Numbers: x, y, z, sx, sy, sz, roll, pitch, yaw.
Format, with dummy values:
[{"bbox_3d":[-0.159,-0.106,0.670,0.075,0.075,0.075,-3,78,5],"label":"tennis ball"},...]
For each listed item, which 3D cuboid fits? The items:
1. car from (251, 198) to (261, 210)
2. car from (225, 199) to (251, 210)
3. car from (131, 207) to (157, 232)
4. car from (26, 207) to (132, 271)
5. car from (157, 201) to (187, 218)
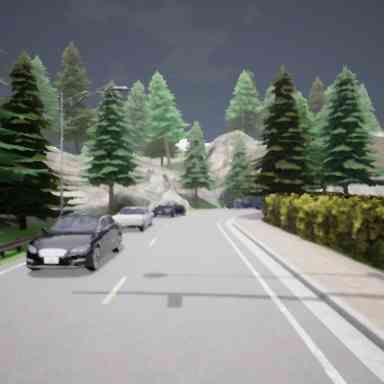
[{"bbox_3d":[9.950,1.298,41.235,4.553,1.767,2.097,0,0,-37],"label":"car"},{"bbox_3d":[6.225,1.506,42.709,4.181,1.385,1.994,0,0,-41],"label":"car"},{"bbox_3d":[-3.540,1.570,20.207,1.895,1.301,4.718,0,0,2],"label":"car"},{"bbox_3d":[-3.579,1.475,10.934,2.128,1.511,4.902,0,0,0],"label":"car"},{"bbox_3d":[-2.014,1.520,30.019,1.994,1.385,4.181,0,0,20],"label":"car"}]
